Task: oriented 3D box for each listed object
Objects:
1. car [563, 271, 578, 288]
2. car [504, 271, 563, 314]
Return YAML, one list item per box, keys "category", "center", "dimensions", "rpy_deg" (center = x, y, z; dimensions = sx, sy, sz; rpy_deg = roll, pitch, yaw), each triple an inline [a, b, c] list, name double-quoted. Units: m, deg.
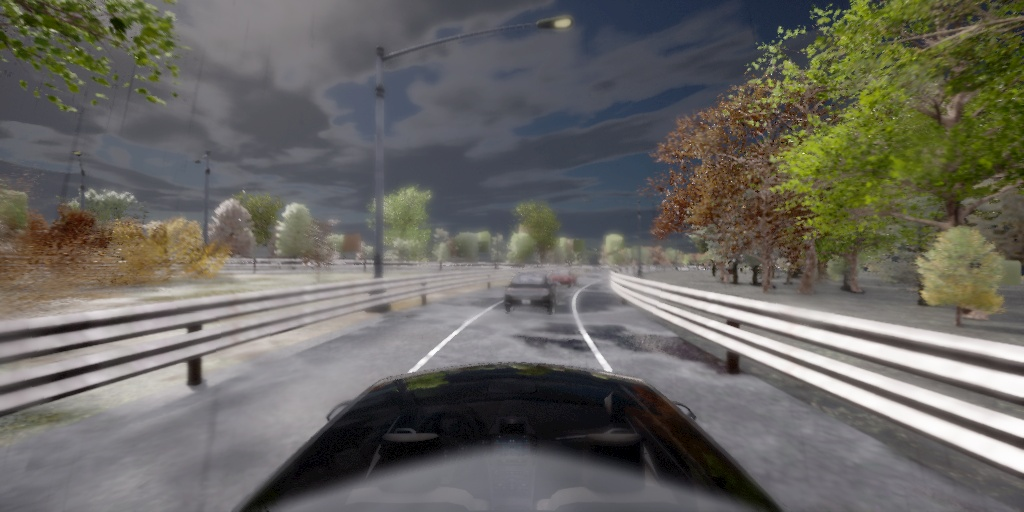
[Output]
- category: "car"
  center: [4.146, 1.830, 29.028]
  dimensions: [1.895, 1.301, 4.718]
  rpy_deg: [0, -1, 18]
- category: "car"
  center: [0.883, 1.441, 14.979]
  dimensions: [2.128, 1.511, 4.902]
  rpy_deg: [0, -1, 9]
